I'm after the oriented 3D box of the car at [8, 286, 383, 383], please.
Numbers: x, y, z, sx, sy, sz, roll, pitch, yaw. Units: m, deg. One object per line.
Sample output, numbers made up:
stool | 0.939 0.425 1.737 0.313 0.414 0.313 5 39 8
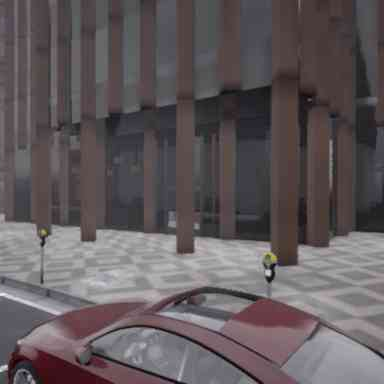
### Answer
car | -0.016 1.598 3.083 4.206 1.307 1.802 -1 0 36
